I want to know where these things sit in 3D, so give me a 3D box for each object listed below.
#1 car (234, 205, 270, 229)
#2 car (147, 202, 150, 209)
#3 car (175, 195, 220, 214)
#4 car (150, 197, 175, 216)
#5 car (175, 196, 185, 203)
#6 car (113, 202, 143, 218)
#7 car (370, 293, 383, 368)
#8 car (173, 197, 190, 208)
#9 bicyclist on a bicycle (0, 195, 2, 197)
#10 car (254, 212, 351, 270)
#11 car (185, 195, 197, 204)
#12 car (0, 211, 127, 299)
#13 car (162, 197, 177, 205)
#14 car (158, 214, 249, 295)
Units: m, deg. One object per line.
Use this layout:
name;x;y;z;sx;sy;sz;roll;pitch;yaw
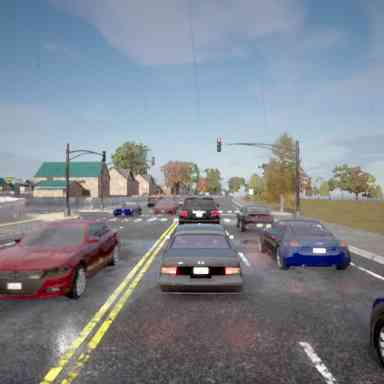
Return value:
car;3.693;1.520;19.961;1.837;1.490;4.892;0;0;3
car;-5.098;1.673;47.078;1.895;1.301;4.718;0;0;3
car;0.426;1.237;19.106;2.150;2.045;5.566;0;0;1
car;-2.554;1.516;32.780;1.882;1.535;5.008;0;0;2
car;-2.777;1.714;77.390;1.994;1.385;4.181;0;0;5
car;-5.882;1.638;30.939;1.895;1.301;4.718;0;0;2
car;3.385;1.353;2.548;2.097;1.767;4.553;0;0;0
car;-1.608;1.570;50.953;2.128;1.511;4.902;0;0;4
bicyclist on a bicycle;-23.939;1.035;41.330;0.582;1.620;1.656;1;-1;16
car;3.503;1.570;11.068;1.994;1.385;4.181;0;0;1
car;-0.227;1.481;69.158;2.097;1.767;4.553;0;0;5
car;-3.247;1.483;8.664;1.882;1.535;5.008;0;0;1
car;-4.076;1.659;62.216;2.033;1.411;5.357;0;0;5
car;0.206;1.553;8.859;2.033;1.411;5.357;0;0;1
